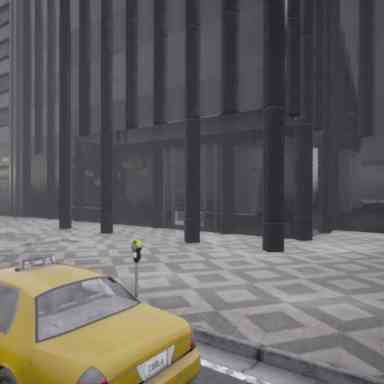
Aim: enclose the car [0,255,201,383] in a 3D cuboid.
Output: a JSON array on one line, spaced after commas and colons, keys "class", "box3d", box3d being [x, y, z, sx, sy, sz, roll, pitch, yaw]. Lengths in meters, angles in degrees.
[{"class": "car", "box3d": [-2.179, 1.525, 4.384, 4.829, 1.417, 1.752, 0, 0, 36]}]
